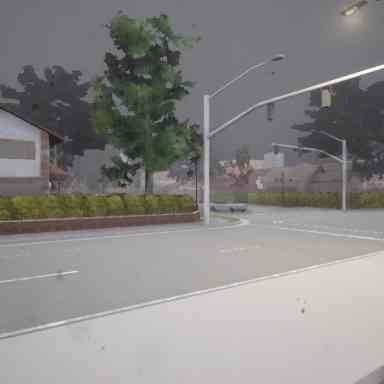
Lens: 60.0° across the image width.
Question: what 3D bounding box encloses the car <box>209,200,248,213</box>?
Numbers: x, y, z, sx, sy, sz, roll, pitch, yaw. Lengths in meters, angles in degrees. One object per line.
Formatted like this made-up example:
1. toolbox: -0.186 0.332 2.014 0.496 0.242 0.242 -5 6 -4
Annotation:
1. car: 3.869 1.510 36.329 1.895 1.301 4.718 0 0 -36
